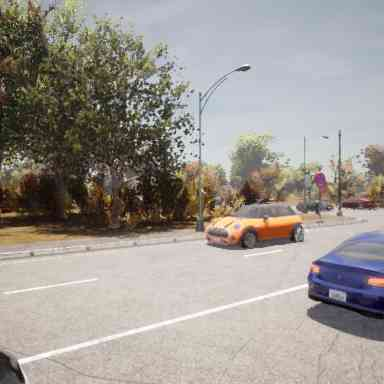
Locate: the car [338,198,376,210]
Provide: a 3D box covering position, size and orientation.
[{"bbox_3d":[20.865,1.477,42.644,1.882,1.535,5.008,0,0,-32],"label":"car"}]

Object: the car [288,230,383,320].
[{"bbox_3d":[4.257,1.526,6.794,4.674,1.442,1.812,0,0,-36],"label":"car"}]

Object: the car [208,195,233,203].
[{"bbox_3d":[5.662,1.382,66.949,2.033,1.411,5.357,0,1,-33],"label":"car"}]

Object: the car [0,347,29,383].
[{"bbox_3d":[-3.339,1.492,1.362,4.902,1.511,2.128,0,0,-36],"label":"car"}]

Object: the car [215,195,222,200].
[{"bbox_3d":[3.934,1.459,56.262,1.812,1.442,4.674,0,1,-32],"label":"car"}]

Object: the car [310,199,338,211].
[{"bbox_3d":[14.574,1.564,39.447,1.994,1.385,4.181,0,0,-32],"label":"car"}]

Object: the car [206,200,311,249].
[{"bbox_3d":[2.807,1.352,14.610,4.553,1.767,2.097,0,0,-36],"label":"car"}]
